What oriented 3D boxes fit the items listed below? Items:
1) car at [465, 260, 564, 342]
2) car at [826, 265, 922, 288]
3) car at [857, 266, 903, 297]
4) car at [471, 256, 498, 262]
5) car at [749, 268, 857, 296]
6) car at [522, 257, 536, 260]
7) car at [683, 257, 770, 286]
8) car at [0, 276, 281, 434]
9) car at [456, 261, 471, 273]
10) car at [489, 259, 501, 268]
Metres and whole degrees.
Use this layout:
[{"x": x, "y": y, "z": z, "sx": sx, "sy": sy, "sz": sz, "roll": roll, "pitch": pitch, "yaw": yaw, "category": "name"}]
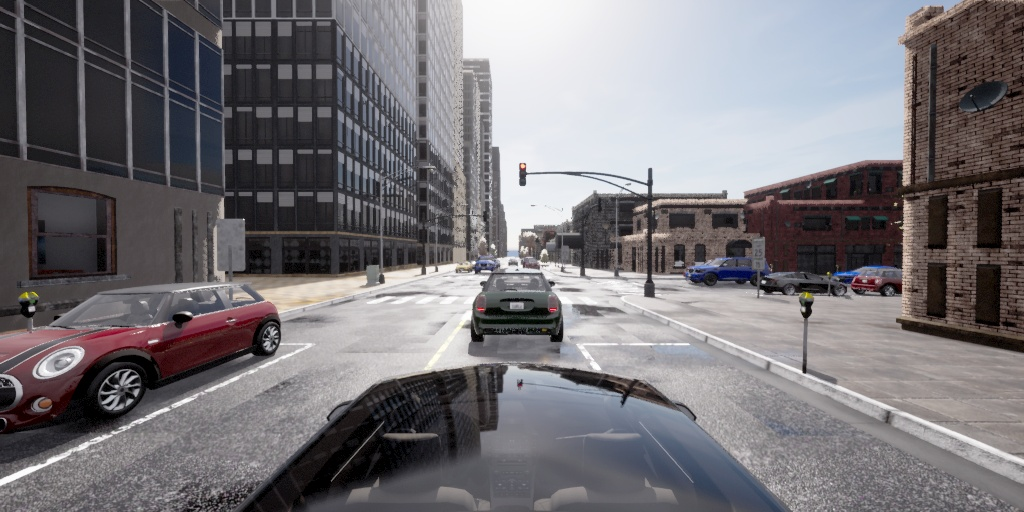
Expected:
[{"x": 0.150, "y": 1.100, "z": 9.910, "sx": 2.097, "sy": 1.767, "sz": 4.553, "roll": 0, "pitch": 0, "yaw": 1, "category": "car"}, {"x": 26.238, "y": 1.461, "z": 26.083, "sx": 5.008, "sy": 1.535, "sz": 1.882, "roll": 1, "pitch": 1, "yaw": 1, "category": "car"}, {"x": 21.994, "y": 1.474, "z": 20.364, "sx": 4.097, "sy": 1.591, "sz": 1.967, "roll": 0, "pitch": 0, "yaw": 1, "category": "car"}, {"x": -3.012, "y": 0.962, "z": 41.496, "sx": 2.150, "sy": 2.045, "sz": 5.566, "roll": 0, "pitch": 0, "yaw": 1, "category": "car"}, {"x": 16.447, "y": 1.547, "z": 20.446, "sx": 4.313, "sy": 1.339, "sz": 1.948, "roll": 0, "pitch": 0, "yaw": 1, "category": "car"}, {"x": 2.781, "y": 1.179, "z": 49.134, "sx": 1.967, "sy": 1.591, "sz": 4.097, "roll": 0, "pitch": 0, "yaw": 0, "category": "car"}, {"x": 15.777, "y": 1.105, "z": 26.234, "sx": 5.566, "sy": 2.045, "sz": 2.150, "roll": 1, "pitch": 1, "yaw": 1, "category": "car"}, {"x": -5.684, "y": 1.189, "z": 5.613, "sx": 1.967, "sy": 1.591, "sz": 4.097, "roll": 0, "pitch": 0, "yaw": 0, "category": "car"}, {"x": -5.749, "y": 1.265, "z": 43.391, "sx": 1.751, "sy": 1.417, "sz": 4.829, "roll": 0, "pitch": 0, "yaw": 0, "category": "car"}, {"x": -2.955, "y": 1.263, "z": 61.937, "sx": 1.812, "sy": 1.442, "sz": 4.674, "roll": 0, "pitch": 0, "yaw": 0, "category": "car"}]
